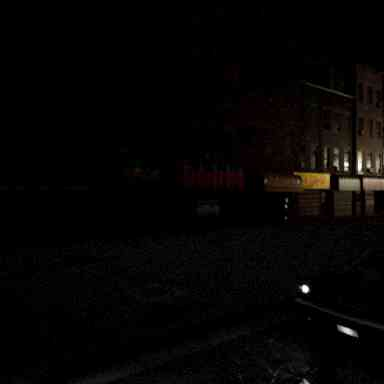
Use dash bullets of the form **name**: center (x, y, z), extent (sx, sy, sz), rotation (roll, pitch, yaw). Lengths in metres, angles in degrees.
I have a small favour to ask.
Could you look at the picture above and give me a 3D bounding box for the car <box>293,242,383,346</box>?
- **car**: center (3.935, 1.598, 5.869), extent (4.718, 1.301, 1.895), rotation (0, 0, -35)
